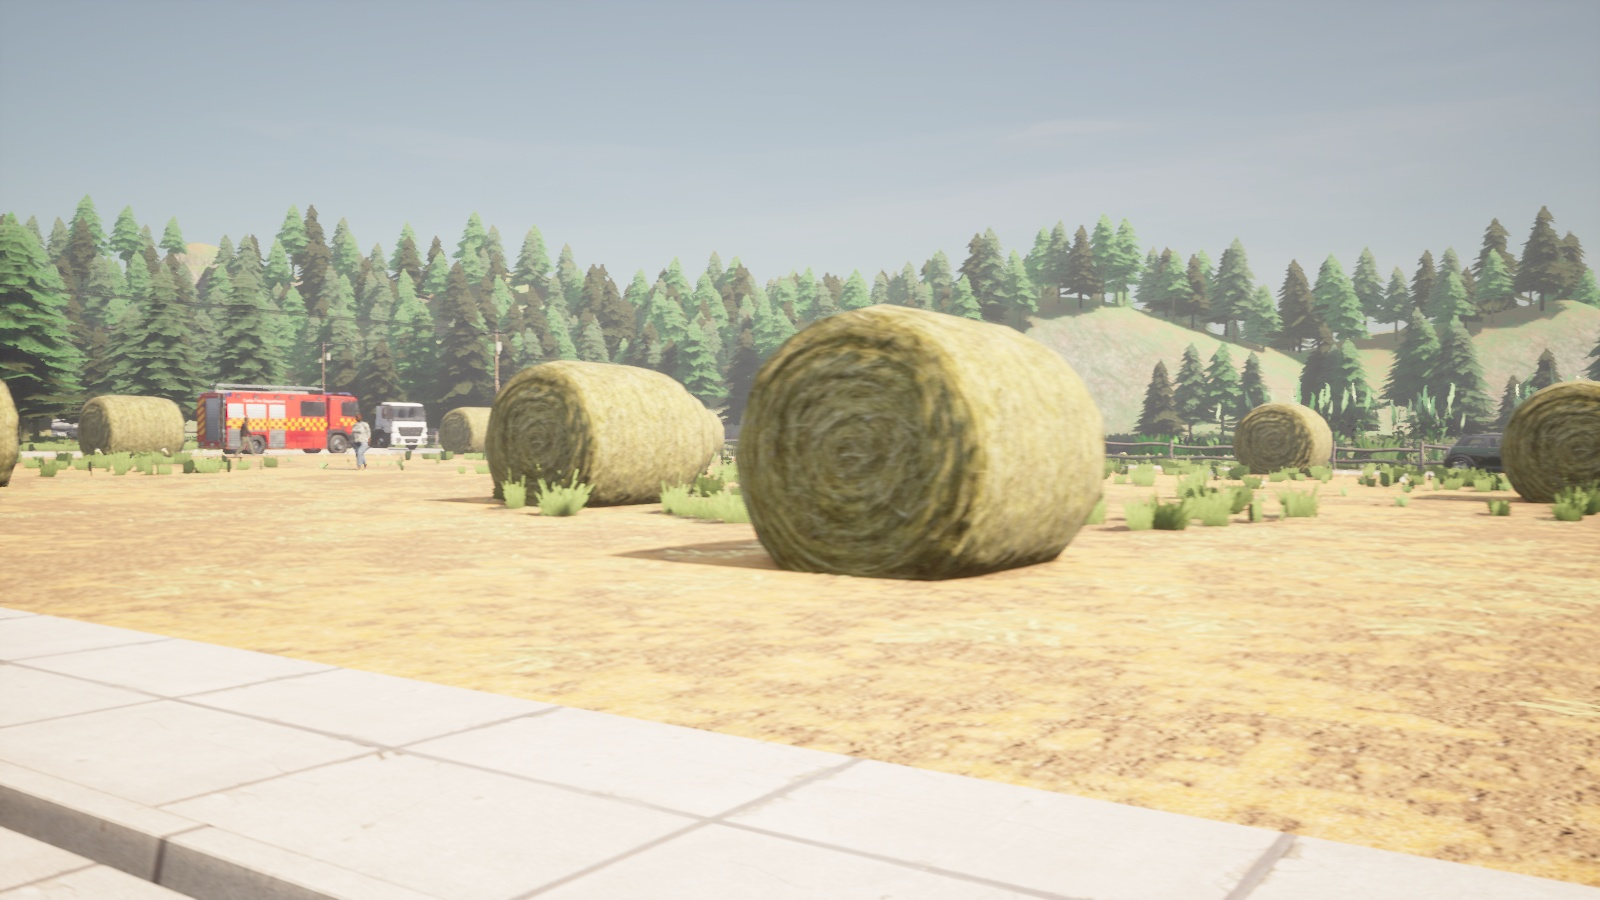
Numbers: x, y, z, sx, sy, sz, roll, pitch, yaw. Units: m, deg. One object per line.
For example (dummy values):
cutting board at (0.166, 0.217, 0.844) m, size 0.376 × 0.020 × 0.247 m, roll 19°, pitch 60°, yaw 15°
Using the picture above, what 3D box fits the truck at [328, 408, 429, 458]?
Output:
truck at (-30.439, -1.219, 90.600) m, size 7.936 × 3.462 × 2.891 m, roll 0°, pitch 1°, yaw 37°

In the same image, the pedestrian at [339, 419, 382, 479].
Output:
pedestrian at (-13.813, -0.030, 39.482) m, size 0.874 × 1.855 × 0.900 m, roll 0°, pitch 1°, yaw 22°

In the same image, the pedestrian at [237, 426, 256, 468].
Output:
pedestrian at (-24.214, -0.146, 54.950) m, size 0.703 × 1.840 × 0.431 m, roll -1°, pitch 1°, yaw -30°

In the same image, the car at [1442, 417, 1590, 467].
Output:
car at (26.703, -0.299, 46.892) m, size 4.553 × 1.767 × 2.097 m, roll 0°, pitch 1°, yaw 37°

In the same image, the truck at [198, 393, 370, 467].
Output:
truck at (-28.129, -1.091, 68.859) m, size 2.891 × 3.827 × 8.468 m, roll 0°, pitch 1°, yaw 35°
